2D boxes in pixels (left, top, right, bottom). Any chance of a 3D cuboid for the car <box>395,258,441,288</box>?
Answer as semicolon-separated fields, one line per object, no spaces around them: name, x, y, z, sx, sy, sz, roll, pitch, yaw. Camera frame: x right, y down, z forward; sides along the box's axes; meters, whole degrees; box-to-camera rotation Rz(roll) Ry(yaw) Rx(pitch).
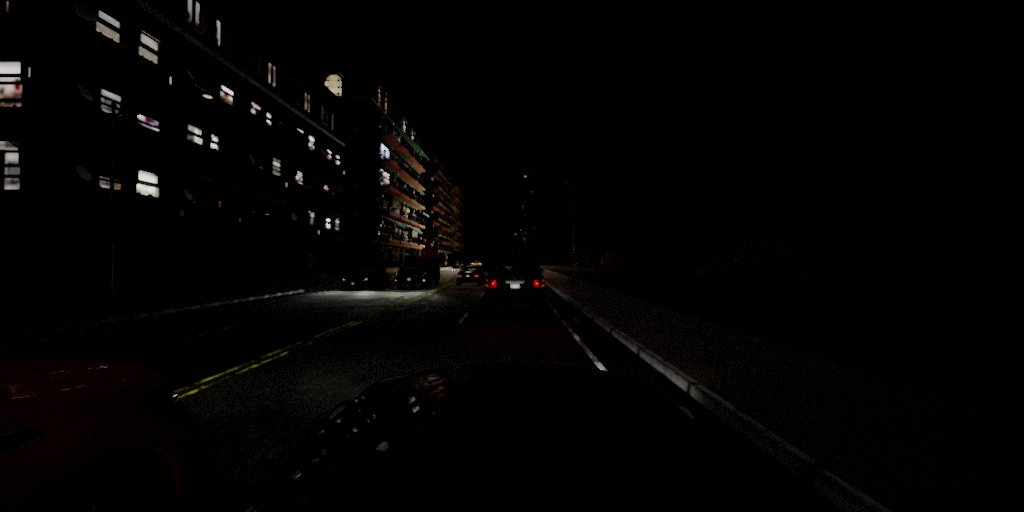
car;-6.595;1.150;25.698;2.150;2.045;5.566;0;0;0

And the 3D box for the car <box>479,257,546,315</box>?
car;0.096;1.066;14.123;2.150;2.045;5.566;0;0;0

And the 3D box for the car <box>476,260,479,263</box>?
car;-3.141;1.591;44.474;1.812;1.442;4.674;0;0;0

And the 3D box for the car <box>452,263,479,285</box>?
car;-3.144;1.492;27.987;2.033;1.411;5.357;0;0;0

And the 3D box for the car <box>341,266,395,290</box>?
car;-9.845;1.446;24.507;1.812;1.442;4.674;0;0;0
